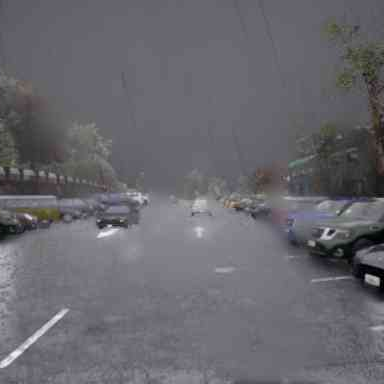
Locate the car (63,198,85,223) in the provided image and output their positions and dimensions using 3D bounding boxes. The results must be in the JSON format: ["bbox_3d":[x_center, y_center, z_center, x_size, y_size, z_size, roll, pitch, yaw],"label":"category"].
[{"bbox_3d":[-10.369,1.454,23.615,4.892,1.521,2.231,-1,0,-18],"label":"car"}]

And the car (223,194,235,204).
[{"bbox_3d":[7.135,1.444,43.420,5.008,1.535,2.097,1,0,-19],"label":"car"}]

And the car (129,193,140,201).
[{"bbox_3d":[-9.833,1.179,41.745,5.566,2.045,2.435,-1,0,-18],"label":"car"}]

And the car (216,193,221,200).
[{"bbox_3d":[7.371,1.420,58.147,5.366,1.575,1.946,1,0,-18],"label":"car"}]

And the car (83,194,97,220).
[{"bbox_3d":[-10.242,1.324,26.633,4.553,1.767,2.185,-1,0,-18],"label":"car"}]

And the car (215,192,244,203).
[{"bbox_3d":[7.896,1.159,70.059,5.566,2.045,2.435,1,0,-18],"label":"car"}]

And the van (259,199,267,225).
[{"bbox_3d":[6.599,1.249,19.802,4.442,1.987,1.878,1,0,-18],"label":"van"}]

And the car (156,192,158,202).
[{"bbox_3d":[-9.315,1.278,62.880,4.553,1.767,2.185,-1,0,-18],"label":"car"}]

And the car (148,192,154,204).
[{"bbox_3d":[-9.508,1.164,53.836,5.566,2.045,2.435,-1,0,-18],"label":"car"}]

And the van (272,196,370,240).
[{"bbox_3d":[6.516,1.252,16.844,4.442,1.987,1.878,1,0,-18],"label":"van"}]

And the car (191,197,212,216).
[{"bbox_3d":[0.928,1.492,32.531,1.812,1.442,4.674,0,0,2],"label":"car"}]

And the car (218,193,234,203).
[{"bbox_3d":[7.464,1.430,55.261,4.892,1.521,2.231,1,0,-18],"label":"car"}]

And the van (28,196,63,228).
[{"bbox_3d":[-10.557,1.232,20.551,4.442,1.987,1.878,-1,0,-18],"label":"van"}]

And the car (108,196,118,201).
[{"bbox_3d":[-10.081,1.472,32.684,4.792,1.488,2.163,-1,0,-18],"label":"car"}]

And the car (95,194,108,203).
[{"bbox_3d":[-10.167,1.320,29.661,4.553,1.767,2.185,-1,0,-18],"label":"car"}]

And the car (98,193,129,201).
[{"bbox_3d":[-10.059,1.188,35.686,5.566,2.045,2.435,-1,0,-19],"label":"car"}]

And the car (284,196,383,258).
[{"bbox_3d":[6.220,1.230,10.873,5.566,2.045,2.435,1,0,-18],"label":"car"}]

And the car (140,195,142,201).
[{"bbox_3d":[-9.766,1.428,44.752,4.892,1.521,2.231,-1,0,-18],"label":"car"}]

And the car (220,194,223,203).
[{"bbox_3d":[7.296,1.437,49.348,5.008,1.535,2.097,1,0,-18],"label":"car"}]

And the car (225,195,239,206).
[{"bbox_3d":[7.226,1.448,40.533,5.366,1.575,1.946,1,0,-18],"label":"car"}]

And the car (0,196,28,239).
[{"bbox_3d":[-10.593,1.211,14.569,5.566,2.045,2.435,-1,0,-19],"label":"car"}]

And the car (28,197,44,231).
[{"bbox_3d":[-10.563,1.334,17.567,4.553,1.767,2.185,-1,0,-19],"label":"car"}]

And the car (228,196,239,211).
[{"bbox_3d":[6.949,1.481,37.493,4.792,1.488,2.163,1,0,-18],"label":"car"}]

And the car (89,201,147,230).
[{"bbox_3d":[-4.537,1.522,21.332,2.033,1.411,5.357,0,0,2],"label":"car"}]

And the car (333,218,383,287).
[{"bbox_3d":[6.142,1.514,7.908,4.792,1.488,2.163,1,0,-19],"label":"car"}]

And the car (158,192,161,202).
[{"bbox_3d":[-9.171,1.274,65.915,4.553,1.767,2.185,-1,0,-19],"label":"car"}]

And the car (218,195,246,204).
[{"bbox_3d":[7.711,1.419,64.128,4.892,1.521,2.231,1,0,-18],"label":"car"}]

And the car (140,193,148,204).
[{"bbox_3d":[-9.730,1.172,47.772,5.566,2.045,2.435,-1,0,-19],"label":"car"}]

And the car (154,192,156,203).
[{"bbox_3d":[-9.392,1.282,59.854,4.553,1.767,2.185,-1,0,-18],"label":"car"}]

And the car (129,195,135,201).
[{"bbox_3d":[-9.770,1.429,38.780,5.366,1.575,1.946,-1,0,-18],"label":"car"}]

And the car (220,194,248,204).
[{"bbox_3d":[7.657,1.296,61.178,4.553,1.767,2.185,1,0,-18],"label":"car"}]

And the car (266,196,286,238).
[{"bbox_3d":[6.302,1.227,13.831,5.566,2.045,2.435,1,0,-18],"label":"car"}]

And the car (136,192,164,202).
[{"bbox_3d":[-9.058,1.141,71.933,5.566,2.045,2.435,-1,0,-18],"label":"car"}]

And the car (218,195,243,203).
[{"bbox_3d":[7.787,1.454,67.085,4.674,1.452,2.002,1,0,-18],"label":"car"}]

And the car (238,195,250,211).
[{"bbox_3d":[6.760,1.338,28.644,4.553,1.767,2.185,1,0,-18],"label":"car"}]

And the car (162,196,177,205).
[{"bbox_3d":[-3.548,1.455,57.142,1.812,1.442,4.674,0,0,2],"label":"car"}]

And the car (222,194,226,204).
[{"bbox_3d":[7.389,1.440,46.448,5.366,1.575,1.946,1,0,-18],"label":"car"}]

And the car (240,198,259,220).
[{"bbox_3d":[6.647,1.468,25.671,4.892,1.521,2.231,1,0,-19],"label":"car"}]
